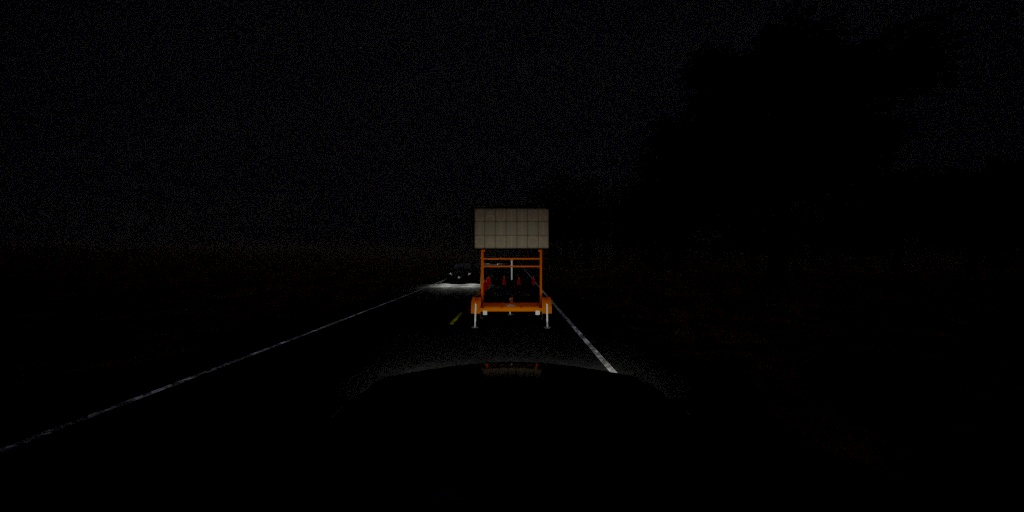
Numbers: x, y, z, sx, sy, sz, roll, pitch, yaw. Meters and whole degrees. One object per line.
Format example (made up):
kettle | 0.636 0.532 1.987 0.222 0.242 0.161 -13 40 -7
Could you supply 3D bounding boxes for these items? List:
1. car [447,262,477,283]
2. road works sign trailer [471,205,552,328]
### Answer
car | -3.639 1.188 26.896 1.812 1.442 4.674 0 0 0
road works sign trailer | -0.009 0.203 11.305 2.380 3.560 2.880 0 0 0
